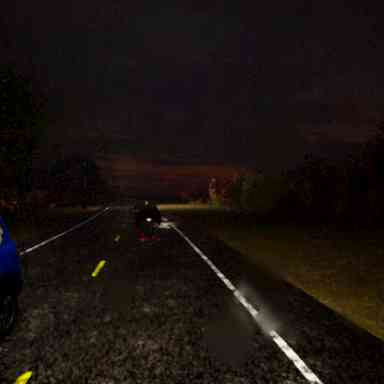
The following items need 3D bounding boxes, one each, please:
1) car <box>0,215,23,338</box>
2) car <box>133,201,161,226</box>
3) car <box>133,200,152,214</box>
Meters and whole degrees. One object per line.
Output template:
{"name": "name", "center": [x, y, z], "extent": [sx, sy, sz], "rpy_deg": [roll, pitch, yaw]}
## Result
{"name": "car", "center": [-3.878, 1.334, 3.778], "extent": [2.150, 2.045, 5.566], "rpy_deg": [-1, -1, -7]}
{"name": "car", "center": [-3.455, 1.740, 25.994], "extent": [1.837, 1.490, 4.892], "rpy_deg": [-1, -1, -9]}
{"name": "car", "center": [-6.295, 1.881, 41.654], "extent": [2.128, 1.511, 4.902], "rpy_deg": [-1, 0, -11]}
